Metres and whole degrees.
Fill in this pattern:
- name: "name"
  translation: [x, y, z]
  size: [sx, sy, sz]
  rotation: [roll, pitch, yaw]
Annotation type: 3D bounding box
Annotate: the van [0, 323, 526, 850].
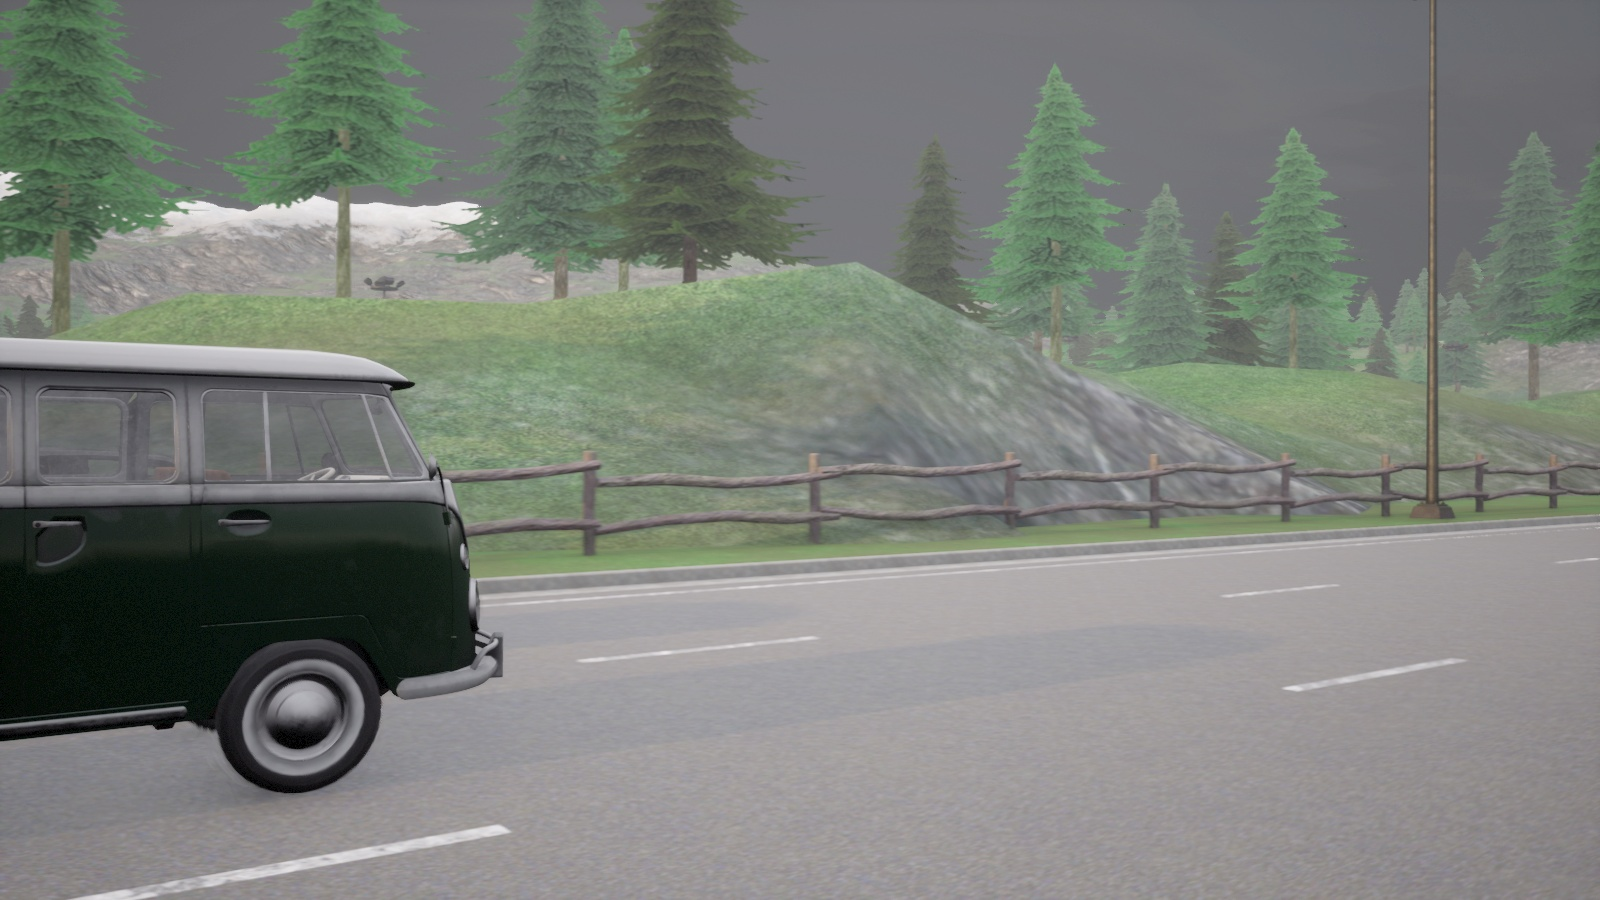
- name: "van"
  translation: [-3.626, 0.518, 5.401]
  size: [4.442, 1.987, 1.775]
  rotation: [0, 0, -35]
